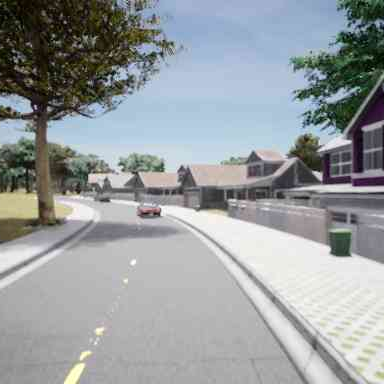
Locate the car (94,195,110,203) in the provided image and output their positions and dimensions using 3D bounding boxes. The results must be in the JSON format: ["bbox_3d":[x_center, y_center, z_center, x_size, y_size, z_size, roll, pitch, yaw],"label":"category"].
[{"bbox_3d":[-16.207,1.288,59.870,1.837,1.490,4.892,0,-1,-29],"label":"car"}]

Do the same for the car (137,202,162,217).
[{"bbox_3d":[-4.040,1.620,30.718,1.895,1.301,4.718,0,0,-14],"label":"car"}]
